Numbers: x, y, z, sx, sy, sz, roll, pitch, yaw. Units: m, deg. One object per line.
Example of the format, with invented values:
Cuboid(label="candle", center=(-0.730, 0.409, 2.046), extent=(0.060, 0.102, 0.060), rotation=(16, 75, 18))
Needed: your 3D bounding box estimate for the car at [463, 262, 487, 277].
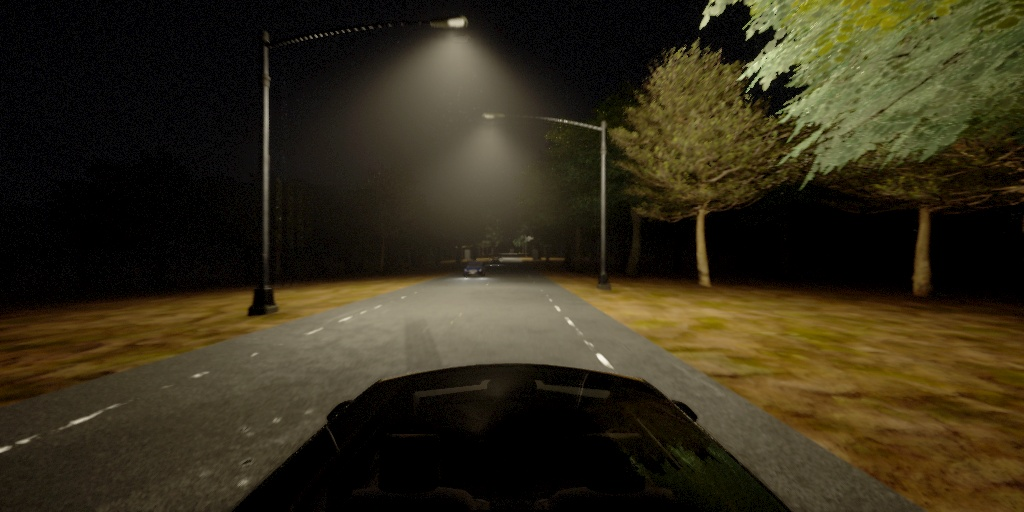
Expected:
Cuboid(label="car", center=(-3.575, 1.275, 35.050), extent=(1.812, 1.442, 4.674), rotation=(0, 0, 0))
